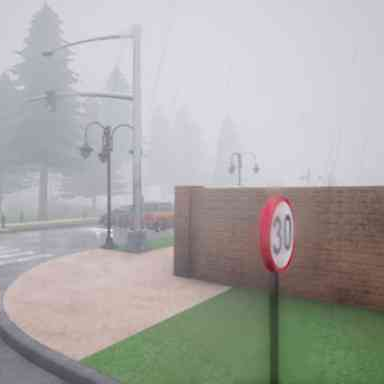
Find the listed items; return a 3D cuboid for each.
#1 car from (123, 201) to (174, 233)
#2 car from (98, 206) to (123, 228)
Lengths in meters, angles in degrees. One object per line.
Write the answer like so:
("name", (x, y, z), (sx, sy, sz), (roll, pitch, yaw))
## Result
("car", (-1.639, 1.392, 20.283), (2.097, 1.767, 4.553), (0, 0, 35))
("car", (-4.303, 1.619, 22.766), (1.994, 1.385, 4.181), (0, 0, 35))
